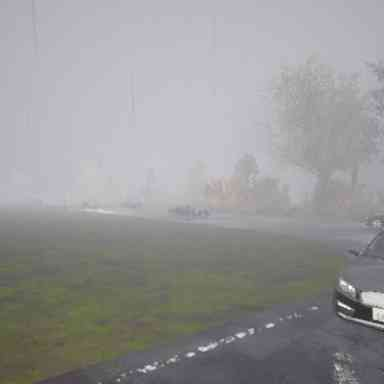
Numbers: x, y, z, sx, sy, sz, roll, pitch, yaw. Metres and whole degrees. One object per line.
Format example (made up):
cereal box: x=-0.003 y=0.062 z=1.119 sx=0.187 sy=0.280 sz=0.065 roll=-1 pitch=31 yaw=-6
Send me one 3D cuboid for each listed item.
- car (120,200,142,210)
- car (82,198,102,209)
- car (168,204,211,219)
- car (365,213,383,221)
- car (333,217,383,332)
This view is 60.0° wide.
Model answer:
car: x=-9.084 y=1.874 z=49.693 sx=1.812 sy=1.442 sz=4.674 roll=0 pitch=0 yaw=-36
car: x=-15.964 y=1.736 z=53.084 sx=2.097 sy=1.767 sz=4.553 roll=0 pitch=0 yaw=-35
car: x=-0.317 y=1.822 z=31.533 sx=1.895 sy=1.301 sz=4.718 roll=0 pitch=0 yaw=-37
car: x=13.143 y=1.618 z=20.111 sx=1.837 sy=1.490 sz=4.892 roll=0 pitch=0 yaw=-38
car: x=4.415 y=1.515 z=6.553 sx=2.128 sy=1.511 sz=4.902 roll=1 pitch=0 yaw=42
